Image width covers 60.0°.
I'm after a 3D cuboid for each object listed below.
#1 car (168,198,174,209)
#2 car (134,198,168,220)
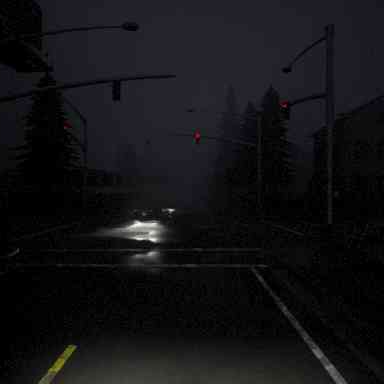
[{"bbox_3d":[-3.458,1.563,45.337,1.994,1.385,4.181,0,0,0],"label":"car"},{"bbox_3d":[-3.582,1.476,27.812,2.128,1.511,4.902,0,-1,2],"label":"car"}]
